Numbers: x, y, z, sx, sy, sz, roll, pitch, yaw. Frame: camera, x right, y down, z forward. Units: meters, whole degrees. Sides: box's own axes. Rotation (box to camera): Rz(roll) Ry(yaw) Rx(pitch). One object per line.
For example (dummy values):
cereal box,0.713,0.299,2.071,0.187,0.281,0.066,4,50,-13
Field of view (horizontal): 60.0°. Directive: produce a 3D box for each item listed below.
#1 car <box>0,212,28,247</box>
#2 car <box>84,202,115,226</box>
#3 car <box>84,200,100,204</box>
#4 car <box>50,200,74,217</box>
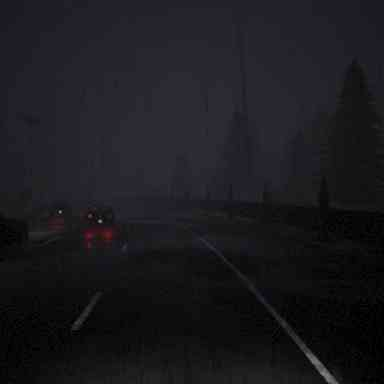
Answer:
car,-8.029,1.516,12.963,2.128,1.511,4.902,0,0,-8
car,-6.530,1.623,23.922,1.895,1.301,4.718,0,0,-13
car,-12.055,1.641,40.461,1.895,1.301,4.718,0,0,-23
car,-12.744,1.545,32.515,1.837,1.490,4.892,0,0,-19
